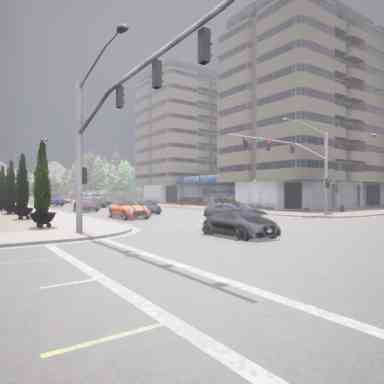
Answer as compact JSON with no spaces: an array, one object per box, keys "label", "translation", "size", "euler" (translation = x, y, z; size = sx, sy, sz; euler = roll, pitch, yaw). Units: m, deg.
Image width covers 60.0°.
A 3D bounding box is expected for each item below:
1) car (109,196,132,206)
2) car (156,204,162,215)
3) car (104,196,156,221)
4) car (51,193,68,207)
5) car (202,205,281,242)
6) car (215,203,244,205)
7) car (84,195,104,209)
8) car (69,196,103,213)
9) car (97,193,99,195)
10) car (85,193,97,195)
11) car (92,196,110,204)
[{"label":"car","translation":[-12.167,1.491,56.138],"size":[2.128,1.511,4.902],"euler":[0,0,-35]},{"label":"car","translation":[-4.755,1.505,32.845],"size":[1.837,1.490,4.892],"euler":[0,0,-35]},{"label":"car","translation":[-5.212,1.352,27.371],"size":[2.097,1.767,4.553],"euler":[0,0,-35]},{"label":"car","translation":[-20.783,1.225,49.847],"size":[2.150,2.045,5.566],"euler":[0,0,-35]},{"label":"car","translation":[2.334,1.564,16.503],"size":[1.994,1.385,4.181],"euler":[0,0,-35]},{"label":"car","translation":[2.895,1.492,22.928],"size":[2.128,1.511,4.902],"euler":[0,0,-44]},{"label":"car","translation":[-13.176,1.506,44.981],"size":[1.837,1.490,4.892],"euler":[0,0,-35]},{"label":"car","translation":[-11.783,1.526,36.837],"size":[1.812,1.442,4.674],"euler":[0,0,-35]},{"label":"car","translation":[-12.116,1.352,49.930],"size":[2.097,1.767,4.553],"euler":[0,0,-35]},{"label":"car","translation":[-17.660,1.221,57.903],"size":[2.150,2.045,5.566],"euler":[0,0,-34]},{"label":"car","translation":[-17.475,1.505,63.776],"size":[1.837,1.490,4.892],"euler":[0,0,-33]}]
